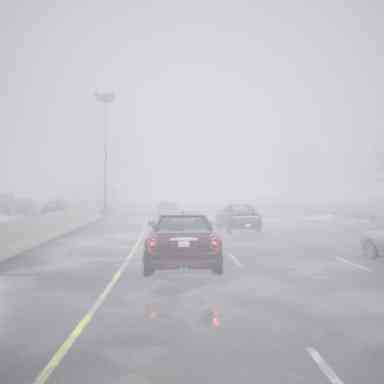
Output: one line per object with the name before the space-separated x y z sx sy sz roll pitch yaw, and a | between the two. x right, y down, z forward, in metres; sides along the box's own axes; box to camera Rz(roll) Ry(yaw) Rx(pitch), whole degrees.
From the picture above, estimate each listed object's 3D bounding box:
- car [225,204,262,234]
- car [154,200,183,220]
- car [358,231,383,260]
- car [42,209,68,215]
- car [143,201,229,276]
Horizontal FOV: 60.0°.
car | 2.542 1.435 18.947 2.128 1.511 4.902 0 0 -5
car | -2.141 1.475 28.701 2.033 1.411 5.357 0 0 -9
car | 6.773 1.562 9.391 1.895 1.301 4.718 0 0 -3
car | -13.781 1.463 33.680 1.812 1.442 4.674 0 0 -10
car | -0.320 1.324 10.507 2.097 1.767 4.553 0 0 -3
